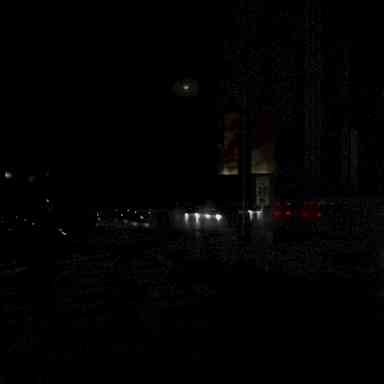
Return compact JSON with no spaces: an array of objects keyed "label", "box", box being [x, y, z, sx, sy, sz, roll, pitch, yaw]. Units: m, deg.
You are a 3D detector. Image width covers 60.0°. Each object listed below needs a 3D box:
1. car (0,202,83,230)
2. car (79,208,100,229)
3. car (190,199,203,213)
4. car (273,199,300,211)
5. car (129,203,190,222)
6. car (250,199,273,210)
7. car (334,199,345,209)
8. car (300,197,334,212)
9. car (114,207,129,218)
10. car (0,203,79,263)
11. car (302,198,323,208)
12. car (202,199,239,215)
[{"label":"car","box":[-10.007,1.502,22.173,2.128,1.511,4.902,0,0,36]},{"label":"car","box":[-7.613,1.579,19.932,1.994,1.385,4.181,0,0,36]},{"label":"car","box":[1.199,1.562,37.783,1.812,1.442,4.674,0,0,36]},{"label":"car","box":[12.201,1.586,41.722,1.812,1.442,4.674,0,0,36]},{"label":"car","box":[-2.520,1.627,27.033,1.895,1.301,4.718,0,0,36]},{"label":"car","box":[9.193,1.546,43.281,2.128,1.511,4.902,0,0,36]},{"label":"car","box":[20.822,1.644,48.245,1.994,1.385,4.181,0,0,36]},{"label":"car","box":[15.151,1.418,40.251,2.097,1.767,4.553,0,0,36]},{"label":"car","box":[-4.606,1.624,29.698,1.895,1.301,4.718,0,0,36]},{"label":"car","box":[-6.212,1.367,10.395,2.097,1.767,4.553,0,0,36]},{"label":"car","box":[18.182,1.601,50.141,1.812,1.442,4.674,0,0,36]},{"label":"car","box":[3.327,1.604,35.163,1.994,1.385,4.181,0,0,36]}]
